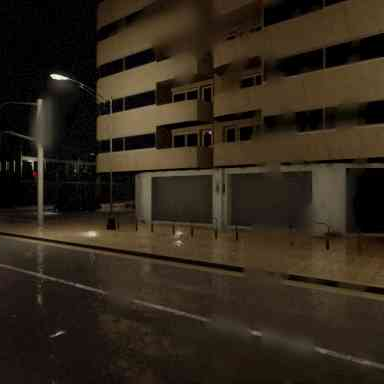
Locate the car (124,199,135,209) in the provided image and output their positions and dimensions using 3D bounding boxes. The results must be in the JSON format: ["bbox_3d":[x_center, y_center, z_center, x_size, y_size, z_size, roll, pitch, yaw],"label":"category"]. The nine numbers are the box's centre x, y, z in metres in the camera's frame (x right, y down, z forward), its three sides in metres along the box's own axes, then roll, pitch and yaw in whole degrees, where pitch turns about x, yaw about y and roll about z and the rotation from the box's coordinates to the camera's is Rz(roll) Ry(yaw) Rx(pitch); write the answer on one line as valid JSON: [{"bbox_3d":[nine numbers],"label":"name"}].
[{"bbox_3d":[-7.174,1.478,45.796,1.882,1.535,5.008,0,0,36],"label":"car"}]

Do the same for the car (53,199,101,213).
[{"bbox_3d":[-12.963,1.547,37.900,2.033,1.411,5.357,0,0,37],"label":"car"}]
